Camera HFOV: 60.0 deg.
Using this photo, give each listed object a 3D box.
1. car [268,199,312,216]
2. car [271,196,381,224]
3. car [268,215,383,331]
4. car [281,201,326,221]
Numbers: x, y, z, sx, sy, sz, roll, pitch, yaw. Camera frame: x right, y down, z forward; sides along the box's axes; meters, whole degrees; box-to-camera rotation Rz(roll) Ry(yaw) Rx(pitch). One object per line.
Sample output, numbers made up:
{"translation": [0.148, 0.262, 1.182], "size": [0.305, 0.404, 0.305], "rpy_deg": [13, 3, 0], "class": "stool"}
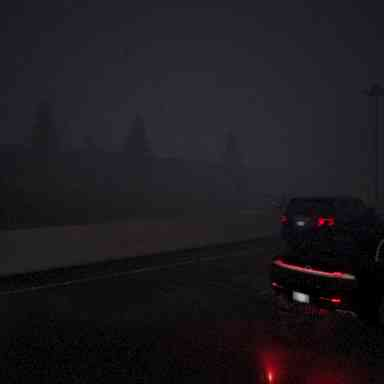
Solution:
{"translation": [9.831, 1.443, 33.039], "size": [2.033, 1.411, 5.357], "rpy_deg": [0, 0, 42], "class": "car"}
{"translation": [5.751, 1.174, 13.359], "size": [5.566, 2.045, 2.150], "rpy_deg": [0, 0, -43], "class": "car"}
{"translation": [3.624, 1.465, 6.878], "size": [4.902, 1.511, 2.128], "rpy_deg": [0, 0, -39], "class": "car"}
{"translation": [9.154, 1.475, 27.110], "size": [1.994, 1.385, 4.181], "rpy_deg": [0, 0, 43], "class": "car"}
